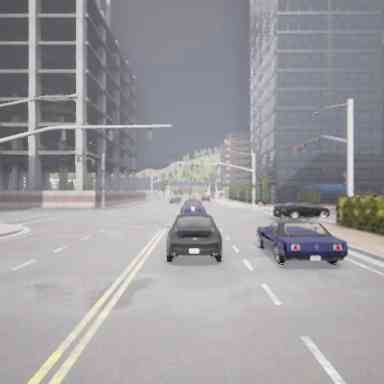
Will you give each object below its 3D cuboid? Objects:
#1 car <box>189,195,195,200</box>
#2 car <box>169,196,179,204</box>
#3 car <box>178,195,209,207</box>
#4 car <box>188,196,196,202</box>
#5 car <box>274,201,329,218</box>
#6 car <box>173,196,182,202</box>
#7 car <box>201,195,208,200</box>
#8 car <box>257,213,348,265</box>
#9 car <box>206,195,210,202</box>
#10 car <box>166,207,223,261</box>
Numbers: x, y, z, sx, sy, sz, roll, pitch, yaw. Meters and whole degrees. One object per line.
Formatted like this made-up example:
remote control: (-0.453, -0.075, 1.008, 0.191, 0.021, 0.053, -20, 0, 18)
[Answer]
car: (0.026, 1.632, 94.378, 1.812, 1.442, 4.674, 0, 0, 0)
car: (-3.487, 1.708, 66.313, 1.994, 1.385, 4.181, 0, 0, 0)
car: (0.092, 1.418, 29.056, 2.097, 1.767, 4.553, 0, 0, 0)
car: (0.023, 1.727, 83.725, 2.033, 1.411, 5.357, 0, 0, 0)
car: (9.444, 1.542, 28.580, 5.008, 1.535, 1.882, 0, -2, -20)
car: (-3.477, 1.730, 81.696, 1.994, 1.385, 4.181, 0, 0, 0)
car: (3.526, 1.586, 94.377, 1.882, 1.535, 5.008, 0, 0, 0)
car: (3.580, 1.628, 11.811, 1.895, 1.301, 4.718, 0, 0, 0)
car: (3.523, 1.665, 84.042, 1.882, 1.535, 5.008, 0, 0, 0)
car: (0.081, 1.533, 12.424, 1.837, 1.490, 4.892, 0, 0, 0)
